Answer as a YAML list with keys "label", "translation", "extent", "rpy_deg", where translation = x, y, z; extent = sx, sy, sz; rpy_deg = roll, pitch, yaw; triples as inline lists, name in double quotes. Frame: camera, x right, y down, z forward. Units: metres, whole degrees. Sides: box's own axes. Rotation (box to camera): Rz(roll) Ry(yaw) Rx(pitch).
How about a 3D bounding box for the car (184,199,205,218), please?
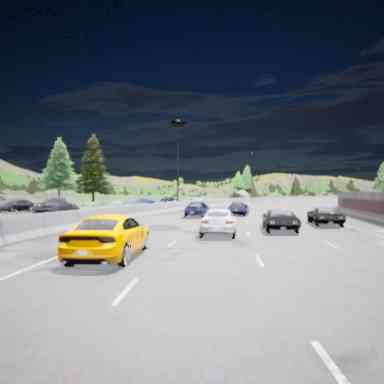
- label: "car"
  translation: [0.528, 1.663, 31.955]
  extent: [1.812, 1.442, 4.674]
  rpy_deg: [0, 0, 13]

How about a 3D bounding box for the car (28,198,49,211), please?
- label: "car"
  translation: [-16.098, 1.460, 38.315]
  extent: [2.097, 1.767, 4.553]
  rpy_deg: [0, 0, 15]

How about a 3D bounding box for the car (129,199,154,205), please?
- label: "car"
  translation: [-6.815, 1.647, 45.385]
  extent: [1.882, 1.535, 5.008]
  rpy_deg: [0, 0, 18]

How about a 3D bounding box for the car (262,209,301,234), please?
- label: "car"
  translation: [5.309, 1.705, 20.267]
  extent: [1.895, 1.301, 4.718]
  rpy_deg: [0, 0, 9]

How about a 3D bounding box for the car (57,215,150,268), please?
- label: "car"
  translation: [-2.784, 1.518, 11.552]
  extent: [1.882, 1.535, 5.008]
  rpy_deg: [0, 0, 5]

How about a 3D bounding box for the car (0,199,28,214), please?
- label: "car"
  translation: [-19.887, 1.597, 37.604]
  extent: [1.837, 1.490, 4.892]
  rpy_deg: [0, 0, 14]

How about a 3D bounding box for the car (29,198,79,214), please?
- label: "car"
  translation: [-13.628, 1.645, 33.835]
  extent: [2.033, 1.411, 5.357]
  rpy_deg: [0, 0, 13]

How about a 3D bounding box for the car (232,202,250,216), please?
- label: "car"
  translation: [4.913, 1.729, 34.997]
  extent: [1.994, 1.385, 4.181]
  rpy_deg: [0, 0, 15]

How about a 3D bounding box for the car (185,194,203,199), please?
- label: "car"
  translation: [0.435, 1.493, 71.789]
  extent: [2.150, 2.045, 5.566]
  rpy_deg: [0, 0, 26]

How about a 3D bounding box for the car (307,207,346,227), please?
- label: "car"
  translation: [9.515, 1.735, 23.970]
  extent: [1.895, 1.301, 4.718]
  rpy_deg: [0, 0, 11]

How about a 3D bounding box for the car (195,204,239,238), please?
- label: "car"
  translation: [1.483, 1.608, 18.081]
  extent: [1.812, 1.442, 4.674]
  rpy_deg: [0, 0, 8]

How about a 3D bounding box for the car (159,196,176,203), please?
- label: "car"
  translation: [-5.526, 1.747, 75.506]
  extent: [1.837, 1.490, 4.892]
  rpy_deg: [0, 0, 28]
